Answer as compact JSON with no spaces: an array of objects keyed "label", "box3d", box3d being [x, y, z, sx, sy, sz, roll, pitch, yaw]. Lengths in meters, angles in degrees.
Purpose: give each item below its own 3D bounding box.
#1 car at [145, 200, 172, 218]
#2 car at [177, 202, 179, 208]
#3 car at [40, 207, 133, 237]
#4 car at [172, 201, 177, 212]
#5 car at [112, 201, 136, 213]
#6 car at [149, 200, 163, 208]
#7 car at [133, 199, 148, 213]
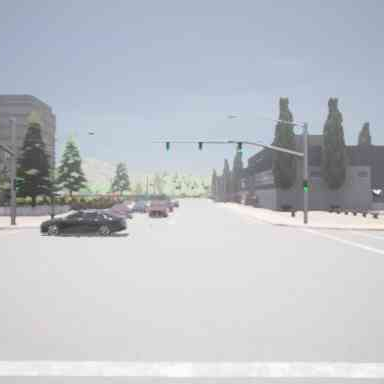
[{"label":"car","box3d":[-3.602,1.962,36.745,1.882,1.535,5.008,0,-1,0]},{"label":"car","box3d":[-3.514,2.429,65.788,1.994,1.385,4.181,0,-1,0]},{"label":"car","box3d":[-6.186,1.789,19.243,4.892,1.490,1.837,0,-1,1]},{"label":"car","box3d":[-3.598,2.140,48.597,1.837,1.490,4.892,0,0,0]},{"label":"car","box3d":[-7.103,1.958,32.757,1.812,1.442,4.674,0,-1,0]},{"label":"car","box3d":[-7.014,2.352,65.383,2.128,1.511,4.902,0,-1,0]},{"label":"car","box3d":[-7.096,2.130,45.848,1.812,1.442,4.674,0,0,0]}]
